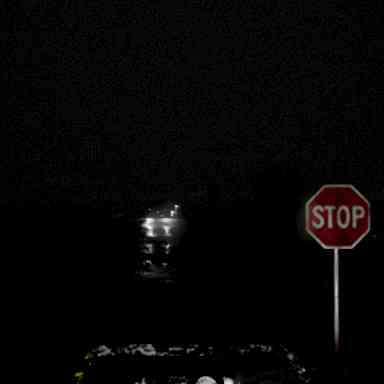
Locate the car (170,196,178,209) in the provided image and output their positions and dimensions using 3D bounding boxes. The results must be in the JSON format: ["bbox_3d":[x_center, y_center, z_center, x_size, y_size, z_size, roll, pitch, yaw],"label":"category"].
[{"bbox_3d":[-3.048,1.560,41.809,2.033,1.411,5.357,0,0,-1],"label":"car"}]

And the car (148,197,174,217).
[{"bbox_3d":[-2.948,1.511,31.045,1.837,1.490,4.892,0,0,0],"label":"car"}]

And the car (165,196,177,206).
[{"bbox_3d":[-3.472,1.530,55.956,1.837,1.490,4.892,0,0,-2],"label":"car"}]
